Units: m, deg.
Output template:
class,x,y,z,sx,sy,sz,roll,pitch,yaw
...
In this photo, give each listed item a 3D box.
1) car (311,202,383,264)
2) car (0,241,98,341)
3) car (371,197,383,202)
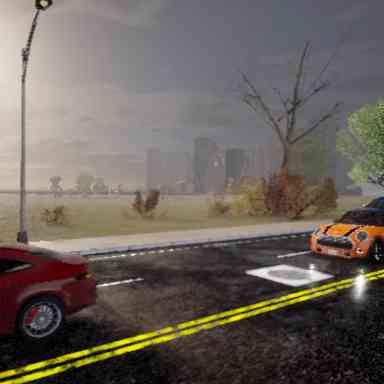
class,x,y,z,sx,sy,sz,roll,pitch,yaw
car,6.464,1.415,12.255,4.553,1.767,2.097,1,0,-35
car,-3.803,1.513,4.968,4.674,1.442,1.812,1,0,-35
car,11.960,1.331,20.057,5.566,2.045,2.150,1,0,-35
